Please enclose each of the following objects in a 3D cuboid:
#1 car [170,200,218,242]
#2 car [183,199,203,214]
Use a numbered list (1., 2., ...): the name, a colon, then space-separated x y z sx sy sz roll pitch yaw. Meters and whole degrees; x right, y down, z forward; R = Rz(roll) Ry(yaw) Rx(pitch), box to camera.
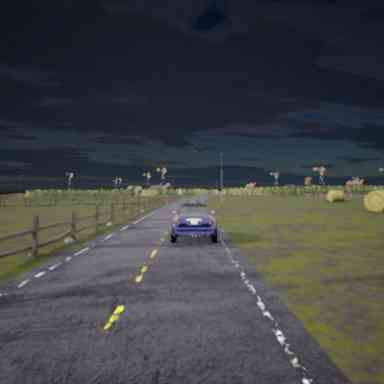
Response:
1. car: 0.092 1.334 16.426 2.097 1.767 4.553 0 0 0
2. car: 0.120 1.525 36.193 1.994 1.385 4.181 0 0 0
